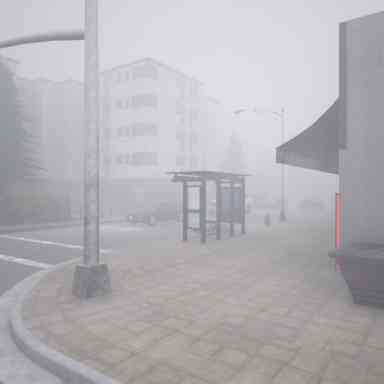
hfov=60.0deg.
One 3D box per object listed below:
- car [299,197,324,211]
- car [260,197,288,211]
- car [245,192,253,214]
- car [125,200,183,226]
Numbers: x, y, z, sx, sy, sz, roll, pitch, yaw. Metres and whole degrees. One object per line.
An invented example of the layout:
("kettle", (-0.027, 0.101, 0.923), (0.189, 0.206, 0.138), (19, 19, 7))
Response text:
("car", (13.761, 1.329, 38.183), (1.837, 1.490, 4.892), (0, 0, 36))
("car", (9.530, 1.301, 38.553), (1.882, 1.535, 5.008), (0, 0, 36))
("car", (3.589, 1.045, 30.337), (2.150, 2.045, 5.566), (0, 0, 36))
("car", (-2.296, 1.328, 22.154), (1.837, 1.490, 4.892), (0, 0, 36))
